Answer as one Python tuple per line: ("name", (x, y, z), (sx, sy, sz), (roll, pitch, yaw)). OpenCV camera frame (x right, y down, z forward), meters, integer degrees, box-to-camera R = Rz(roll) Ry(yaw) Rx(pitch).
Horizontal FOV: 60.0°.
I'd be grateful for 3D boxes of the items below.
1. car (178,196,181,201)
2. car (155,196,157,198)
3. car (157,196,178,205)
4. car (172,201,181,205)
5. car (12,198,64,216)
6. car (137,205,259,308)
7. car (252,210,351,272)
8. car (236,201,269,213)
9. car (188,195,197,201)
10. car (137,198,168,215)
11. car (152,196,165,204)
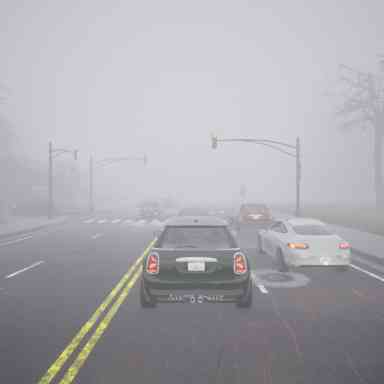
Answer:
("car", (-3.162, 1.499, 65.902), (1.812, 1.442, 4.674), (0, 0, 1))
("car", (-6.520, 1.536, 47.887), (2.033, 1.411, 5.357), (0, 0, 0))
("car", (-3.274, 1.495, 45.276), (1.837, 1.490, 4.892), (0, 0, 0))
("car", (0.070, 1.478, 17.329), (1.882, 1.535, 5.008), (0, 0, 0))
("car", (-15.289, 1.375, 32.992), (4.553, 1.767, 2.097), (0, 0, -4))
("car", (0.090, 1.352, 8.064), (2.097, 1.767, 4.553), (0, 0, 0))
("car", (3.350, 1.526, 10.616), (1.812, 1.442, 4.674), (0, 0, 0))
("car", (3.341, 1.352, 19.410), (2.097, 1.767, 4.553), (0, 0, 0))
("car", (0.143, 1.482, 85.668), (2.128, 1.511, 4.902), (0, 0, 0))
("car", (-3.305, 1.504, 27.177), (1.837, 1.490, 4.892), (0, 0, 0))
("car", (-6.438, 1.538, 64.304), (1.994, 1.385, 4.181), (0, 0, 1))
